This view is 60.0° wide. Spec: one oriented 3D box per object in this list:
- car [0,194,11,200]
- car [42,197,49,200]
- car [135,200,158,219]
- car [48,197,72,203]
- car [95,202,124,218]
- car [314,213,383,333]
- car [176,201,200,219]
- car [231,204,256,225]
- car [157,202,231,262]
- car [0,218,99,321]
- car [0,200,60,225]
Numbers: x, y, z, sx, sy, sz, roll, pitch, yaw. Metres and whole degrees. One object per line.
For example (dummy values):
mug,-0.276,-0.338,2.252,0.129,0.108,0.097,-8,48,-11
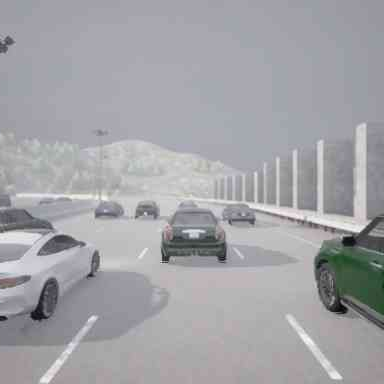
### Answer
car,-26.223,1.229,44.523,2.150,2.045,5.566,0,0,-6
car,-24.503,1.554,56.635,2.033,1.411,5.357,0,0,-10
car,-3.892,1.508,29.631,1.837,1.490,4.892,0,0,-2
car,-19.505,1.507,50.119,1.837,1.490,4.892,1,2,-5
car,-7.419,1.567,30.205,1.994,1.385,4.181,0,0,-2
car,3.598,1.222,4.522,2.150,2.045,5.566,0,0,0
car,-0.414,1.567,30.221,1.994,1.385,4.181,0,0,-2
car,3.290,1.550,24.284,2.033,1.411,5.357,0,0,-2
car,0.041,1.353,12.313,2.097,1.767,4.553,0,0,-1
car,-3.423,1.527,7.167,1.812,1.442,4.674,0,0,0
car,-6.960,1.354,12.394,2.097,1.767,4.553,0,0,-1
